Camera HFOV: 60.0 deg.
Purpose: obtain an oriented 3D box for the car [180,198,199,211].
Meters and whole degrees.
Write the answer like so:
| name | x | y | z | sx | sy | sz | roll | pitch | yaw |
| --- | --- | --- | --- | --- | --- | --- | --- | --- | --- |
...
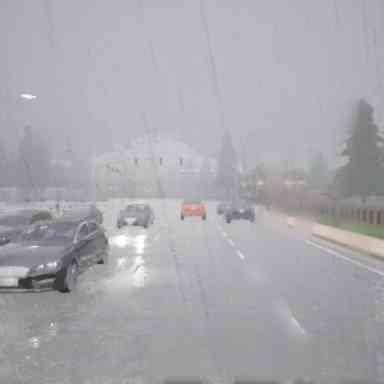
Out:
| name | x | y | z | sx | sy | sz | roll | pitch | yaw |
| --- | --- | --- | --- | --- | --- | --- | --- | --- | --- |
| car | -0.371 | 1.512 | 41.472 | 1.882 | 1.535 | 5.008 | 0 | 0 | -6 |

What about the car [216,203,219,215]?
| name | x | y | z | sx | sy | sz | roll | pitch | yaw |
| --- | --- | --- | --- | --- | --- | --- | --- | --- | --- |
| car | 3.545 | 1.592 | 34.182 | 1.994 | 1.385 | 4.181 | 0 | 0 | 1 |

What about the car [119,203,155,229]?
| name | x | y | z | sx | sy | sz | roll | pitch | yaw |
| --- | --- | --- | --- | --- | --- | --- | --- | --- | --- |
| car | -3.536 | 1.510 | 21.555 | 2.128 | 1.511 | 4.902 | 0 | 0 | 0 |

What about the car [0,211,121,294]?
| name | x | y | z | sx | sy | sz | roll | pitch | yaw |
| --- | --- | --- | --- | --- | --- | --- | --- | --- | --- |
| car | -3.579 | 1.500 | 8.965 | 2.128 | 1.511 | 4.902 | 0 | 0 | 0 |

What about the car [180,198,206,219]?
| name | x | y | z | sx | sy | sz | roll | pitch | yaw |
| --- | --- | --- | --- | --- | --- | --- | --- | --- | --- |
| car | 0.110 | 1.377 | 29.379 | 2.097 | 1.767 | 4.553 | 0 | 0 | 0 |

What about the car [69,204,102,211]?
| name | x | y | z | sx | sy | sz | roll | pitch | yaw |
| --- | --- | --- | --- | --- | --- | --- | --- | --- | --- |
| car | -7.037 | 1.544 | 21.429 | 1.812 | 1.442 | 4.674 | 0 | 0 | 1 |

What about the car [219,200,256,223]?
| name | x | y | z | sx | sy | sz | roll | pitch | yaw |
| --- | --- | --- | --- | --- | --- | --- | --- | --- | --- |
| car | 3.544 | 1.374 | 25.738 | 2.097 | 1.767 | 4.553 | 0 | 0 | 1 |

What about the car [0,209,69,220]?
| name | x | y | z | sx | sy | sz | roll | pitch | yaw |
| --- | --- | --- | --- | --- | --- | --- | --- | --- | --- |
| car | -6.996 | 1.517 | 13.636 | 1.837 | 1.490 | 4.892 | 0 | 0 | 0 |
